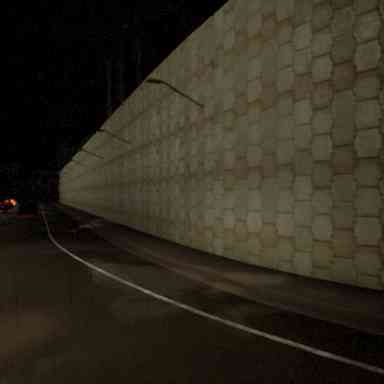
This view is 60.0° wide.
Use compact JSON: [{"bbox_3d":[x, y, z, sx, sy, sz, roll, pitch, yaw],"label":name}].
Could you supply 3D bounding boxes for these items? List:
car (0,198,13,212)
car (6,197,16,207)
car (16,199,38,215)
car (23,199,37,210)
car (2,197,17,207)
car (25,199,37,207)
[{"bbox_3d":[-25.724,1.950,44.541,2.033,1.411,5.357,0,-1,-24],"label":"car"},{"bbox_3d":[-29.456,1.967,52.559,2.128,1.511,4.902,0,-1,-25],"label":"car"},{"bbox_3d":[-19.489,1.840,39.566,1.882,1.535,5.008,0,-1,-25],"label":"car"},{"bbox_3d":[-25.174,1.953,51.871,1.882,1.535,5.008,0,-1,-25],"label":"car"},{"bbox_3d":[-33.276,1.754,60.834,2.097,1.767,4.553,0,-1,-25],"label":"car"},{"bbox_3d":[-30.284,2.127,62.701,1.994,1.385,4.181,0,-1,-25],"label":"car"}]
